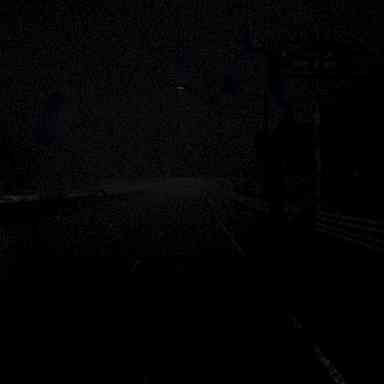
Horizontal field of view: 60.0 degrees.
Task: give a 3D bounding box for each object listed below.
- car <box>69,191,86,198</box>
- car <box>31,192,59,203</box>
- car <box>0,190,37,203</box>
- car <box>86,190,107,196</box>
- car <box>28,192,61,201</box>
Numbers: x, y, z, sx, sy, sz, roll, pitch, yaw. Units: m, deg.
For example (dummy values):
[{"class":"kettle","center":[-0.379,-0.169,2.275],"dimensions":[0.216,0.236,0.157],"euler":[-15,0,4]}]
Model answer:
[{"class":"car","center":[-19.571,0.645,57.451],"dimensions":[1.882,1.535,5.008],"euler":[0,2,3]},{"class":"car","center":[-23.310,0.786,53.028],"dimensions":[2.128,1.511,4.902],"euler":[0,2,3]},{"class":"car","center":[-20.371,0.816,39.752],"dimensions":[2.150,2.045,5.566],"euler":[0,1,2]},{"class":"car","center":[-16.063,0.517,57.473],"dimensions":[2.097,1.767,4.553],"euler":[0,2,3]},{"class":"car","center":[-16.887,1.108,39.280],"dimensions":[1.837,1.490,4.892],"euler":[0,0,2]}]
